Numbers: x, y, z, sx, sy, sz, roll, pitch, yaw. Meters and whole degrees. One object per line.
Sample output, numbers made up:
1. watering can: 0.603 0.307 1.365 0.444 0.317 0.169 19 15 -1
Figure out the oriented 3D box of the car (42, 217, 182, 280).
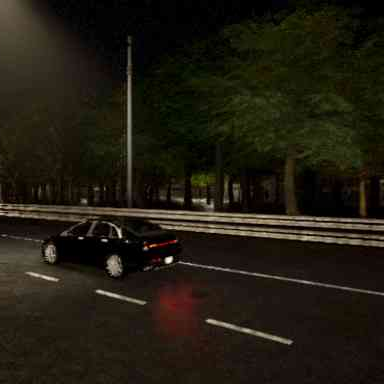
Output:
1. car: -2.568 1.508 9.998 4.892 1.490 1.837 0 0 35
